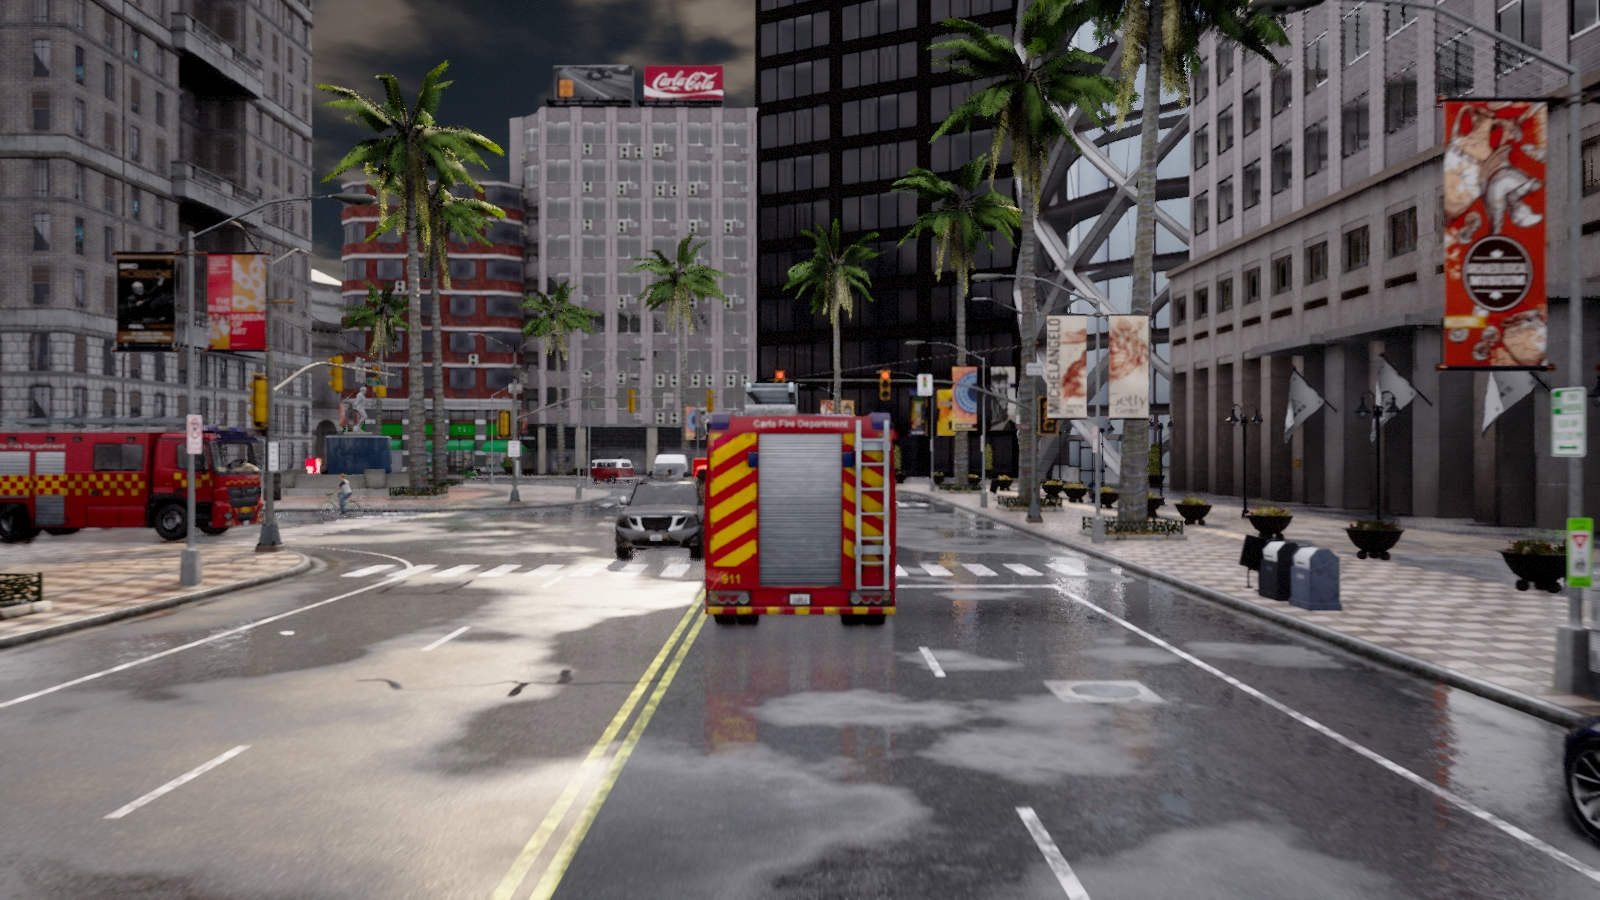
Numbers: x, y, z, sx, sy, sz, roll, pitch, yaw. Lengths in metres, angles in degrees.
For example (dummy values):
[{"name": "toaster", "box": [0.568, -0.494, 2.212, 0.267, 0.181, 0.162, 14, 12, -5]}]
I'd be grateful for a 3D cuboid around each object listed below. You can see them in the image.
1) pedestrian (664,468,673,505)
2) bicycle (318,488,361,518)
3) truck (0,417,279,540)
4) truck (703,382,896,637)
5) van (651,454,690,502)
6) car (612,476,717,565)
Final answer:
[{"name": "pedestrian", "box": [-6.713, 1.849, 58.314, 0.375, 1.860, 0.375, 0, 0, 9]}, {"name": "bicycle", "box": [-19.226, 2.206, 47.713, 1.643, 1.196, 0.373, 0, 0, -7]}, {"name": "truck", "box": [-21.798, 0.891, 37.091, 8.468, 3.827, 2.891, 0, 0, 1]}, {"name": "truck", "box": [-0.014, 0.891, 21.350, 2.891, 3.827, 8.468, 0, 0, 0]}, {"name": "van", "box": [-7.363, 1.535, 65.240, 1.988, 2.561, 5.915, 0, 0, -4]}, {"name": "car", "box": [-3.510, 1.779, 30.592, 2.150, 2.045, 5.566, 0, 0, 0]}]
